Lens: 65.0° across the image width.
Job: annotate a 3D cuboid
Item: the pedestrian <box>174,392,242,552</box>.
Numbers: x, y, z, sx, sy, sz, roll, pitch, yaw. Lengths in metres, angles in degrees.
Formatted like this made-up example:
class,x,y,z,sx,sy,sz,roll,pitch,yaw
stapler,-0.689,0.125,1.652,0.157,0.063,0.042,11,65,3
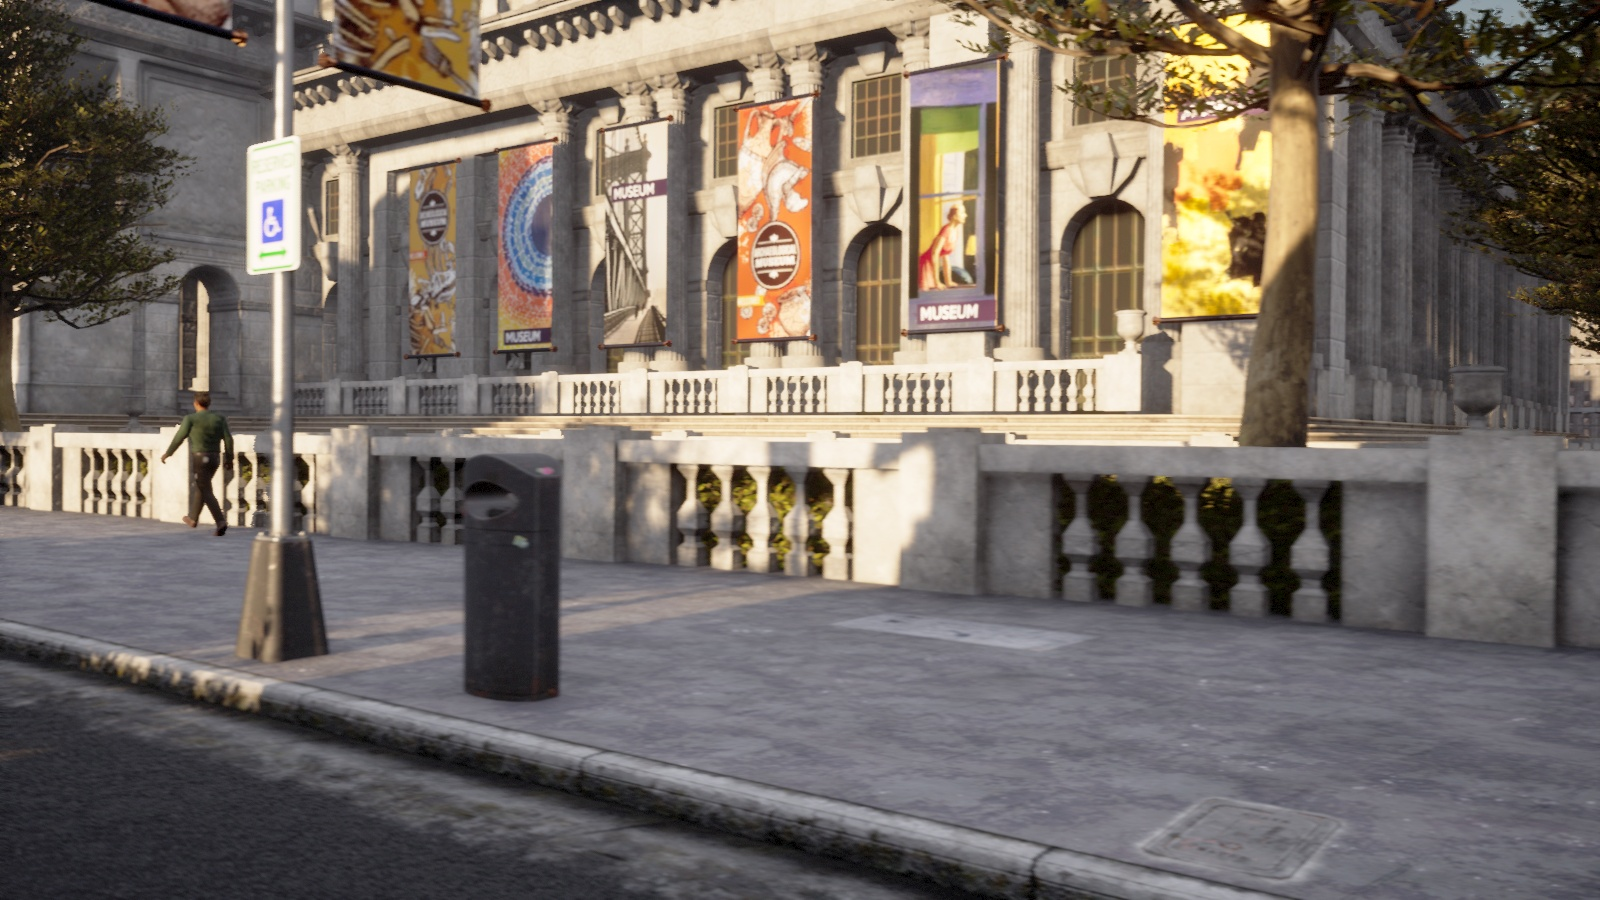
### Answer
class,x,y,z,sx,sy,sz,roll,pitch,yaw
pedestrian,-7.445,0.266,15.777,0.788,1.949,0.423,0,1,37
